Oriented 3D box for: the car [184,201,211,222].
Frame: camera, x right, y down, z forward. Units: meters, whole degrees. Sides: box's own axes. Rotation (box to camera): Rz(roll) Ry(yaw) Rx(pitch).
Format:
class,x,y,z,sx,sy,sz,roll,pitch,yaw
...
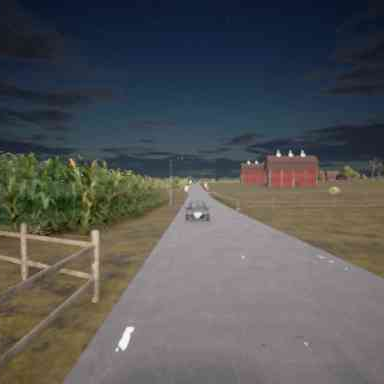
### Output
class,x,y,z,sx,sy,sz,roll,pitch,yaw
car,0.425,1.467,26.342,2.128,1.511,4.902,0,0,0
